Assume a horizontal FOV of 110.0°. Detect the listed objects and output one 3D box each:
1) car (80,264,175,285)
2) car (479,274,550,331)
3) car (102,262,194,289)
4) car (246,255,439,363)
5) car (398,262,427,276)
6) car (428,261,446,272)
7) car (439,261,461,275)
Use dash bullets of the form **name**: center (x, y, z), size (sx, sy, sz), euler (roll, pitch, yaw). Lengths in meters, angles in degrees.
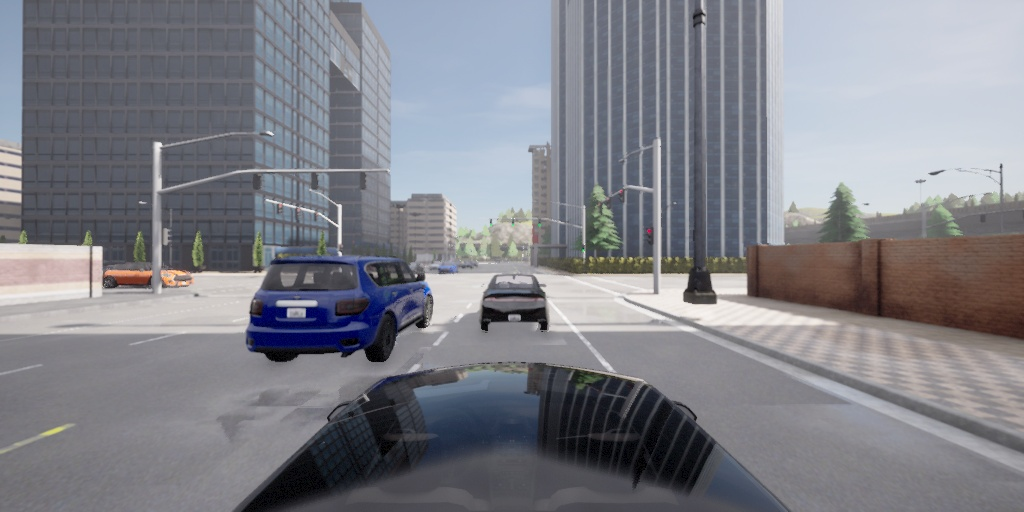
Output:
- **car**: center (-28.989, 1.380, 27.159), size (4.902, 1.511, 2.128), euler (0, 0, -1)
- **car**: center (0.063, 1.294, 11.152), size (2.128, 1.511, 4.902), euler (0, 0, 0)
- **car**: center (-23.859, 1.223, 23.670), size (4.553, 1.767, 2.097), euler (0, 0, 0)
- **car**: center (-3.437, 1.010, 8.412), size (2.150, 2.045, 5.566), euler (0, 0, 0)
- **car**: center (-11.628, 1.497, 42.113), size (1.812, 1.442, 4.674), euler (0, 0, 4)
- **car**: center (-11.390, 1.566, 54.591), size (1.812, 1.442, 4.674), euler (0, 0, -1)
- **car**: center (-7.796, 1.460, 44.110), size (1.882, 1.535, 5.008), euler (0, 0, -1)
